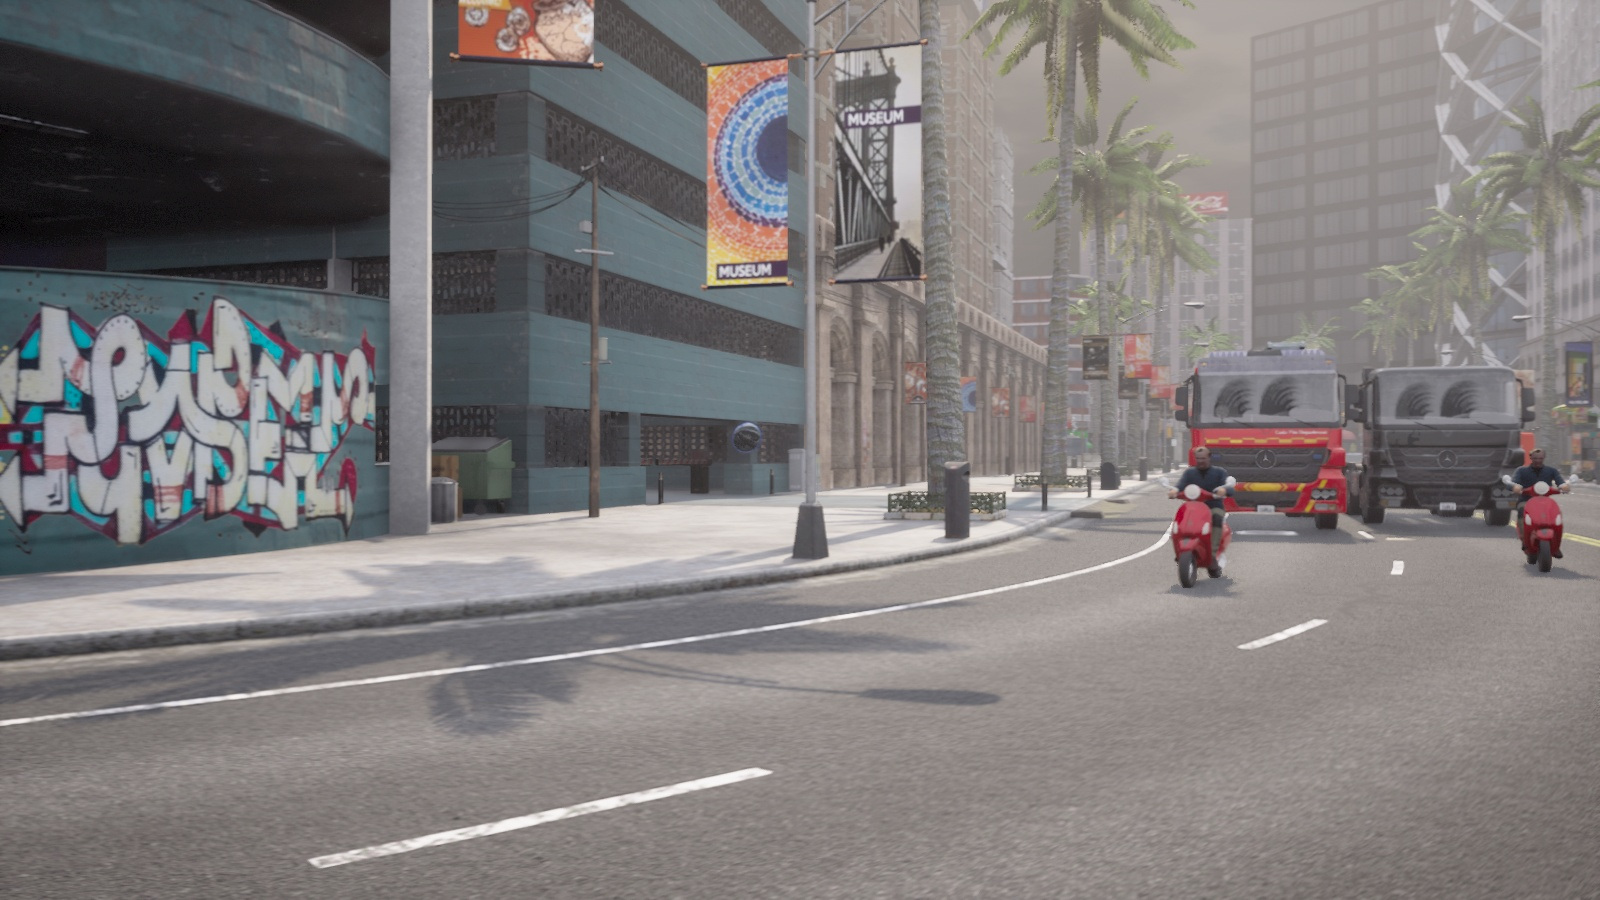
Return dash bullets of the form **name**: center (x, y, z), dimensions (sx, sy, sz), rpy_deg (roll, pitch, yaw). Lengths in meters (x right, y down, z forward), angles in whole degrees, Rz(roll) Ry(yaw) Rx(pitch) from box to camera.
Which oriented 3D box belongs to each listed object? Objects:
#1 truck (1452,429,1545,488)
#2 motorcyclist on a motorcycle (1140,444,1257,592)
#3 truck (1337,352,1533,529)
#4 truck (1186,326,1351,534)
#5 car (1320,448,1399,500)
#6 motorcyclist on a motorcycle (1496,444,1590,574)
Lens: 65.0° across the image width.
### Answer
- **truck**: center (30.500, 0.360, 55.017), dimensions (2.627, 2.467, 5.204), rpy_deg (0, 0, 19)
- **motorcyclist on a motorcycle**: center (4.621, 0.735, 14.495), dimensions (0.866, 1.590, 1.817), rpy_deg (-1, 0, 31)
- **truck**: center (14.238, -0.178, 28.810), dimensions (2.891, 3.462, 7.936), rpy_deg (0, 0, 19)
- **truck**: center (10.125, -0.354, 27.576), dimensions (2.891, 3.827, 8.468), rpy_deg (0, 0, 19)
- **car**: center (18.947, 0.768, 42.713), dimensions (2.033, 1.649, 4.856), rpy_deg (0, 0, 19)
- **motorcyclist on a motorcycle**: center (9.675, 0.728, 16.416), dimensions (0.866, 1.590, 1.817), rpy_deg (-1, 0, 25)
